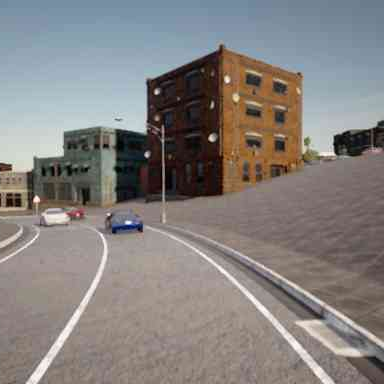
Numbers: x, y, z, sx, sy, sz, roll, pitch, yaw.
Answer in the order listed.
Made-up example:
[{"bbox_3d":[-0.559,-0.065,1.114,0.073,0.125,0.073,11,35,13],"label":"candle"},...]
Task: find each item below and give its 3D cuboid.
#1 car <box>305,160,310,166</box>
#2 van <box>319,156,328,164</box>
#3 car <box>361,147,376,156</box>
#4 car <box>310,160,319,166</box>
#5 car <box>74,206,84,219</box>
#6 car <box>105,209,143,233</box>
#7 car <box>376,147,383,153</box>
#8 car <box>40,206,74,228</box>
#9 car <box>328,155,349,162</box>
[{"bbox_3d":[26.325,-5.983,72.772,2.435,2.045,5.566,0,1,3],"label":"car"},{"bbox_3d":[25.734,-5.741,61.660,1.878,1.987,4.442,0,1,3],"label":"van"},{"bbox_3d":[24.865,-5.284,45.274,2.185,1.767,4.553,0,1,3],"label":"car"},{"bbox_3d":[26.036,-5.588,67.299,2.002,1.452,4.674,0,1,3],"label":"car"},{"bbox_3d":[-13.697,2.360,37.484,1.812,1.442,4.674,-2,-1,-39],"label":"car"},{"bbox_3d":[-4.492,1.826,21.631,1.994,1.385,4.181,-1,-1,-21],"label":"car"},{"bbox_3d":[24.572,-5.156,39.763,2.185,1.767,4.553,0,1,3],"label":"car"},{"bbox_3d":[-11.485,2.095,27.743,1.812,1.442,4.674,-1,-1,-30],"label":"car"},{"bbox_3d":[25.449,-5.402,56.275,2.231,1.521,4.892,0,1,3],"label":"car"}]
